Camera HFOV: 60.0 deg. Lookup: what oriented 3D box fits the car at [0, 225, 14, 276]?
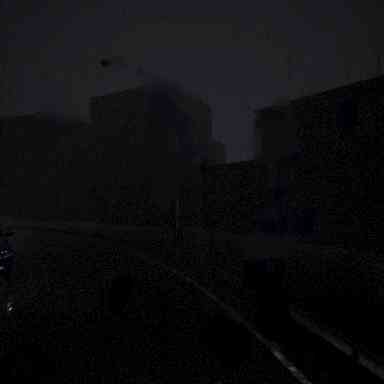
[{"bbox_3d":[-6.748,1.601,10.283,1.882,1.535,5.008,2,-1,-34],"label":"car"}]
